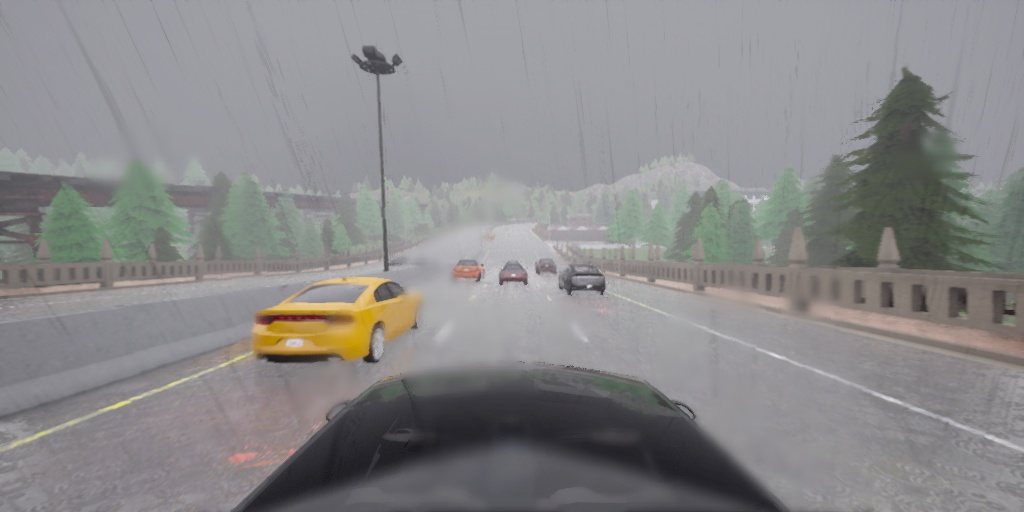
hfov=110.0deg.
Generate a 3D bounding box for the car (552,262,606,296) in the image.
[{"bbox_3d":[3.600,1.205,19.074,2.128,1.511,4.902,0,0,0],"label":"car"}]

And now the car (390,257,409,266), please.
[{"bbox_3d":[-17.502,0.801,56.668,2.033,1.411,5.357,0,3,0],"label":"car"}]

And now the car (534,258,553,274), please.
[{"bbox_3d":[3.600,1.028,39.224,2.097,1.767,4.553,0,0,0],"label":"car"}]

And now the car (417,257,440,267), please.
[{"bbox_3d":[-10.530,1.155,46.657,1.812,1.442,4.674,0,1,1],"label":"car"}]

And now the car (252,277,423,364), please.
[{"bbox_3d":[-3.400,1.215,8.093,1.882,1.535,5.008,0,0,0],"label":"car"}]

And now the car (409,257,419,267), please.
[{"bbox_3d":[-14.010,0.864,55.899,1.994,1.385,4.181,0,3,1],"label":"car"}]

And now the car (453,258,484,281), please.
[{"bbox_3d":[-3.400,1.048,28.852,2.097,1.767,4.553,0,0,0],"label":"car"}]

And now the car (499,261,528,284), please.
[{"bbox_3d":[0.100,1.264,26.149,1.994,1.385,4.181,0,0,0],"label":"car"}]
